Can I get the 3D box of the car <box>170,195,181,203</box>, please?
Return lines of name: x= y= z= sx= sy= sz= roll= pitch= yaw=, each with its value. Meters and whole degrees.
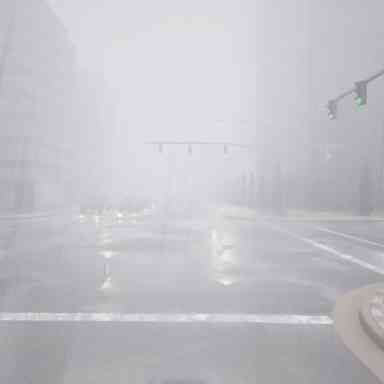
car: x=-3.404 y=1.503 z=66.674 sx=1.837 sy=1.490 sz=4.892 roll=0 pitch=0 yaw=0

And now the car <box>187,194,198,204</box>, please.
car: x=0.096 y=1.546 z=66.100 sx=2.033 sy=1.411 sz=5.357 roll=0 pitch=0 yaw=0

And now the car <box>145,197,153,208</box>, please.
car: x=-7.027 y=1.524 z=47.064 sx=1.812 sy=1.442 sz=4.674 roll=0 pitch=0 yaw=0

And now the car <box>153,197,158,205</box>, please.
car: x=-7.001 y=1.562 z=56.943 sx=1.994 sy=1.385 sz=4.181 roll=0 pitch=0 yaw=0

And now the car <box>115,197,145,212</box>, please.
car: x=-7.045 y=1.351 z=38.080 sx=2.097 sy=1.767 sz=4.553 roll=0 pitch=0 yaw=0

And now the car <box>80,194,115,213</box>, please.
car: x=-10.546 y=1.220 z=36.736 sx=2.150 sy=2.045 sz=5.566 roll=0 pitch=0 yaw=0

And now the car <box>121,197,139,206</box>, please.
car: x=-10.501 y=1.546 z=56.771 sx=2.033 sy=1.411 sz=5.357 roll=0 pitch=0 yaw=0

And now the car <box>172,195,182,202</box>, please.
car: x=-3.390 y=1.492 z=76.002 sx=2.128 sy=1.511 sz=4.902 roll=0 pitch=0 yaw=0

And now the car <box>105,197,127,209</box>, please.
car: x=-10.531 y=1.476 z=46.438 sx=1.882 sy=1.535 sz=5.008 roll=0 pitch=0 yaw=0
